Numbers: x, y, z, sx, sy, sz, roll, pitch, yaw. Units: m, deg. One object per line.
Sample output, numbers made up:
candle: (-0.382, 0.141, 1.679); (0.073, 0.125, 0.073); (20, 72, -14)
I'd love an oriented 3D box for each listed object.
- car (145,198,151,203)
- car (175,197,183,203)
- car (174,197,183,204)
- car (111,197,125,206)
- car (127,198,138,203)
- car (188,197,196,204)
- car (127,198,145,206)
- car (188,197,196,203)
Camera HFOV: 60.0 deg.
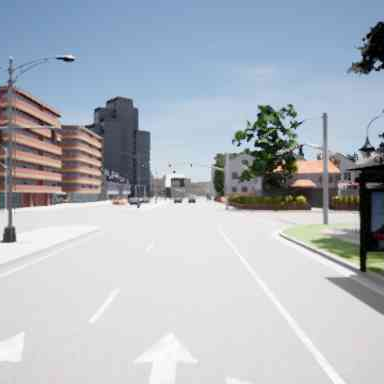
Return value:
car: (-11.511, 2.121, 83.486); (2.033, 1.411, 5.357); (0, 0, 0)
car: (-3.512, 2.182, 92.452); (2.128, 1.511, 4.902); (0, 0, 0)
car: (-3.511, 2.134, 82.035); (2.128, 1.511, 4.902); (0, 0, 0)
car: (-15.009, 1.860, 67.725); (2.097, 1.767, 4.553); (0, 0, 0)
car: (-15.011, 2.134, 83.490); (1.994, 1.385, 4.181); (0, 0, 0)
car: (-0.011, 2.087, 82.036); (1.882, 1.535, 5.008); (0, 0, 0)
car: (-11.509, 2.045, 67.723); (2.033, 1.411, 5.357); (0, 0, 0)
car: (-0.012, 2.209, 92.452); (1.994, 1.385, 4.181); (0, 0, 0)
